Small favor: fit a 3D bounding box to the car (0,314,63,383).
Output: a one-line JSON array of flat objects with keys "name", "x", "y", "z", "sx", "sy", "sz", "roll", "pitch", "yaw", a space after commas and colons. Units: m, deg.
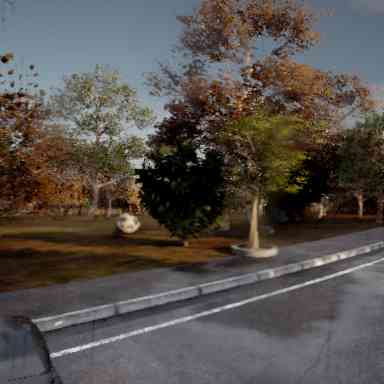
[{"name": "car", "x": -3.440, "y": 1.552, "z": 1.599, "sx": 5.357, "sy": 1.411, "sz": 2.033, "roll": 0, "pitch": -1, "yaw": -35}]
